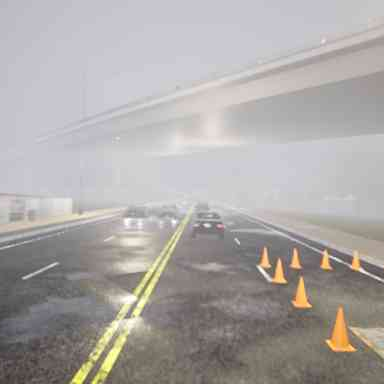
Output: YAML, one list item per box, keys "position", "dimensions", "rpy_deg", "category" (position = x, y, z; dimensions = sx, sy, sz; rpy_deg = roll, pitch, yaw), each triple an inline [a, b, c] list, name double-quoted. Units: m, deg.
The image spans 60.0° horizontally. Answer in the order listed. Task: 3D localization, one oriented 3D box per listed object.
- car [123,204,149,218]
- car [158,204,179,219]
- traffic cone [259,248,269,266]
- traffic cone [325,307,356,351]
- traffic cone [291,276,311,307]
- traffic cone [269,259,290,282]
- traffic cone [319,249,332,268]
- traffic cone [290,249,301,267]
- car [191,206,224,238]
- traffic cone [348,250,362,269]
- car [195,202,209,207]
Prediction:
- position: [-5.509, 1.860, 33.335]
  dimensions: [1.994, 1.385, 4.181]
  rpy_deg: [1, -1, 1]
  category: "car"
- position: [-2.255, 1.928, 33.515]
  dimensions: [2.033, 1.411, 5.357]
  rpy_deg: [1, -1, 1]
  category: "car"
- position: [2.448, 2.162, 11.132]
  dimensions: [0.340, 0.580, 0.340]
  rpy_deg: [1, -1, 2]
  category: "traffic cone"
- position: [2.287, 2.081, 5.135]
  dimensions: [0.340, 0.580, 0.340]
  rpy_deg: [1, -1, 2]
  category: "traffic cone"
- position: [2.340, 2.108, 7.134]
  dimensions: [0.340, 0.580, 0.340]
  rpy_deg: [1, -1, 2]
  category: "traffic cone"
- position: [2.394, 2.135, 9.134]
  dimensions: [0.340, 0.580, 0.340]
  rpy_deg: [1, -1, 2]
  category: "traffic cone"
- position: [4.445, 2.212, 11.078]
  dimensions: [0.340, 0.580, 0.340]
  rpy_deg: [1, -1, 2]
  category: "traffic cone"
- position: [3.447, 2.187, 11.105]
  dimensions: [0.340, 0.580, 0.340]
  rpy_deg: [1, -1, 2]
  category: "traffic cone"
- position: [0.892, 1.828, 19.778]
  dimensions: [2.033, 1.411, 5.357]
  rpy_deg: [1, -1, 1]
  category: "car"
- position: [5.444, 2.237, 11.051]
  dimensions: [0.340, 0.580, 0.340]
  rpy_deg: [1, -1, 2]
  category: "traffic cone"
- position: [1.442, 2.116, 46.176]
  dimensions: [1.882, 1.535, 5.008]
  rpy_deg: [1, -1, 1]
  category: "car"
